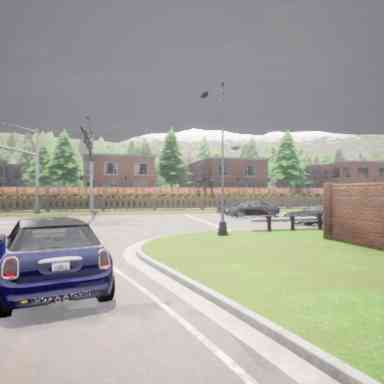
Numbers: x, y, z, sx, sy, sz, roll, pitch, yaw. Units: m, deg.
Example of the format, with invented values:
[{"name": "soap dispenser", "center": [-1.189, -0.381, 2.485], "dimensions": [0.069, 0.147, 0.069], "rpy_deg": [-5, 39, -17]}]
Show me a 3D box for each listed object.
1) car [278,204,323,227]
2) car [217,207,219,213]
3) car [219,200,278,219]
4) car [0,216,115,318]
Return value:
[{"name": "car", "center": [8.948, 1.541, 22.687], "dimensions": [5.357, 1.411, 2.033], "rpy_deg": [0, 0, -14]}, {"name": "car", "center": [4.520, 1.553, 32.398], "dimensions": [4.181, 1.385, 1.994], "rpy_deg": [0, 0, -14]}, {"name": "car", "center": [5.246, 1.482, 28.971], "dimensions": [4.902, 1.511, 2.128], "rpy_deg": [0, 0, -14]}, {"name": "car", "center": [-3.362, 1.348, 7.796], "dimensions": [2.097, 1.767, 4.553], "rpy_deg": [0, 0, -29]}]
